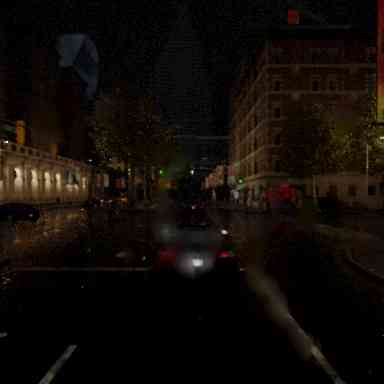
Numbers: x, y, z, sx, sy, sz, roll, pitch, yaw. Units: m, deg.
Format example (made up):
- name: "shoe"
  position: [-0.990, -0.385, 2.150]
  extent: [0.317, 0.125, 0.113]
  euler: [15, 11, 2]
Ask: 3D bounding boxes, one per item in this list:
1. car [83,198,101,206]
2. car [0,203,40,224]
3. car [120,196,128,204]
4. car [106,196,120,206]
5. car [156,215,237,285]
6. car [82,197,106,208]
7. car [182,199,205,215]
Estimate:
- name: "car"
  position: [-18.224, 1.803, 60.956]
  extent: [1.895, 1.301, 4.718]
  euler: [0, 0, 0]
- name: "car"
  position: [-13.891, 1.565, 25.624]
  extent: [5.008, 1.535, 1.882]
  euler: [0, -1, 31]
- name: "car"
  position: [-14.971, 1.595, 70.305]
  extent: [2.097, 1.767, 4.553]
  euler: [0, 0, 0]
- name: "car"
  position: [-14.975, 1.557, 60.045]
  extent: [2.097, 1.767, 4.553]
  euler: [0, 0, 0]
- name: "car"
  position: [0.105, 1.598, 9.593]
  extent: [1.994, 1.385, 4.181]
  euler: [0, 0, 0]
- name: "car"
  position: [-14.996, 1.676, 50.200]
  extent: [1.837, 1.490, 4.892]
  euler: [0, 0, 0]
- name: "car"
  position: [0.113, 1.462, 32.219]
  extent: [2.097, 1.767, 4.553]
  euler: [0, 0, 0]
